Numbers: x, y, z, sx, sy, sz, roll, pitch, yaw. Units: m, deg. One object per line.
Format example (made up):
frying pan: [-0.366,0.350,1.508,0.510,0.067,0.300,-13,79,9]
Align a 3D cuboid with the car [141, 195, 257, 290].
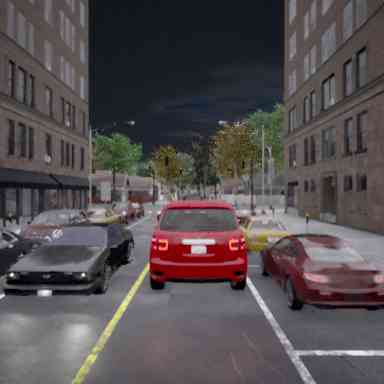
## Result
car: [0.147,1.225,9.233,2.150,2.045,5.566,0,0,0]

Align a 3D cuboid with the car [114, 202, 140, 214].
car: [-5.250,1.454,24.110,1.967,1.590,4.097,0,0,0]

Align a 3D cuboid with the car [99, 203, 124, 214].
car: [-5.285,1.535,18.421,1.752,1.417,4.829,0,0,0]

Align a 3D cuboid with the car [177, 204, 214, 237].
car: [0.210,1.515,19.262,1.837,1.490,4.892,0,0,1]

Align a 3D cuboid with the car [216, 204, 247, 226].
car: [2.775,1.596,24.064,1.802,1.307,4.206,0,0,0]

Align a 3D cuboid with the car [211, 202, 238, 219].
car: [2.808,1.584,29.582,1.947,1.339,4.313,0,0,0]

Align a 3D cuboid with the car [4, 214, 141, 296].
car: [-2.803,1.550,9.021,2.033,1.411,5.357,0,0,0]

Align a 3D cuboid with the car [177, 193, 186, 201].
car: [-2.561,1.334,85.538,2.150,2.045,5.566,0,0,0]

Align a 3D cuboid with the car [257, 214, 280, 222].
car: [2.709,1.531,13.198,1.752,1.417,4.829,0,0,0]

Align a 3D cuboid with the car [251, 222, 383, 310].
car: [2.675,1.584,7.509,1.802,1.307,4.206,0,0,0]

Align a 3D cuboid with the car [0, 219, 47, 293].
car: [-5.349,1.553,7.554,2.008,1.369,4.403,0,0,0]

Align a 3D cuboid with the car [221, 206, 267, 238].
car: [2.741,1.554,18.546,1.887,1.381,4.507,0,0,0]

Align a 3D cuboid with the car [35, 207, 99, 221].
car: [-5.317,1.446,13.073,1.967,1.590,4.097,0,0,0]

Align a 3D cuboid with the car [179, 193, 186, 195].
car: [0.141,1.240,29.276,2.150,2.045,5.566,0,0,2]
